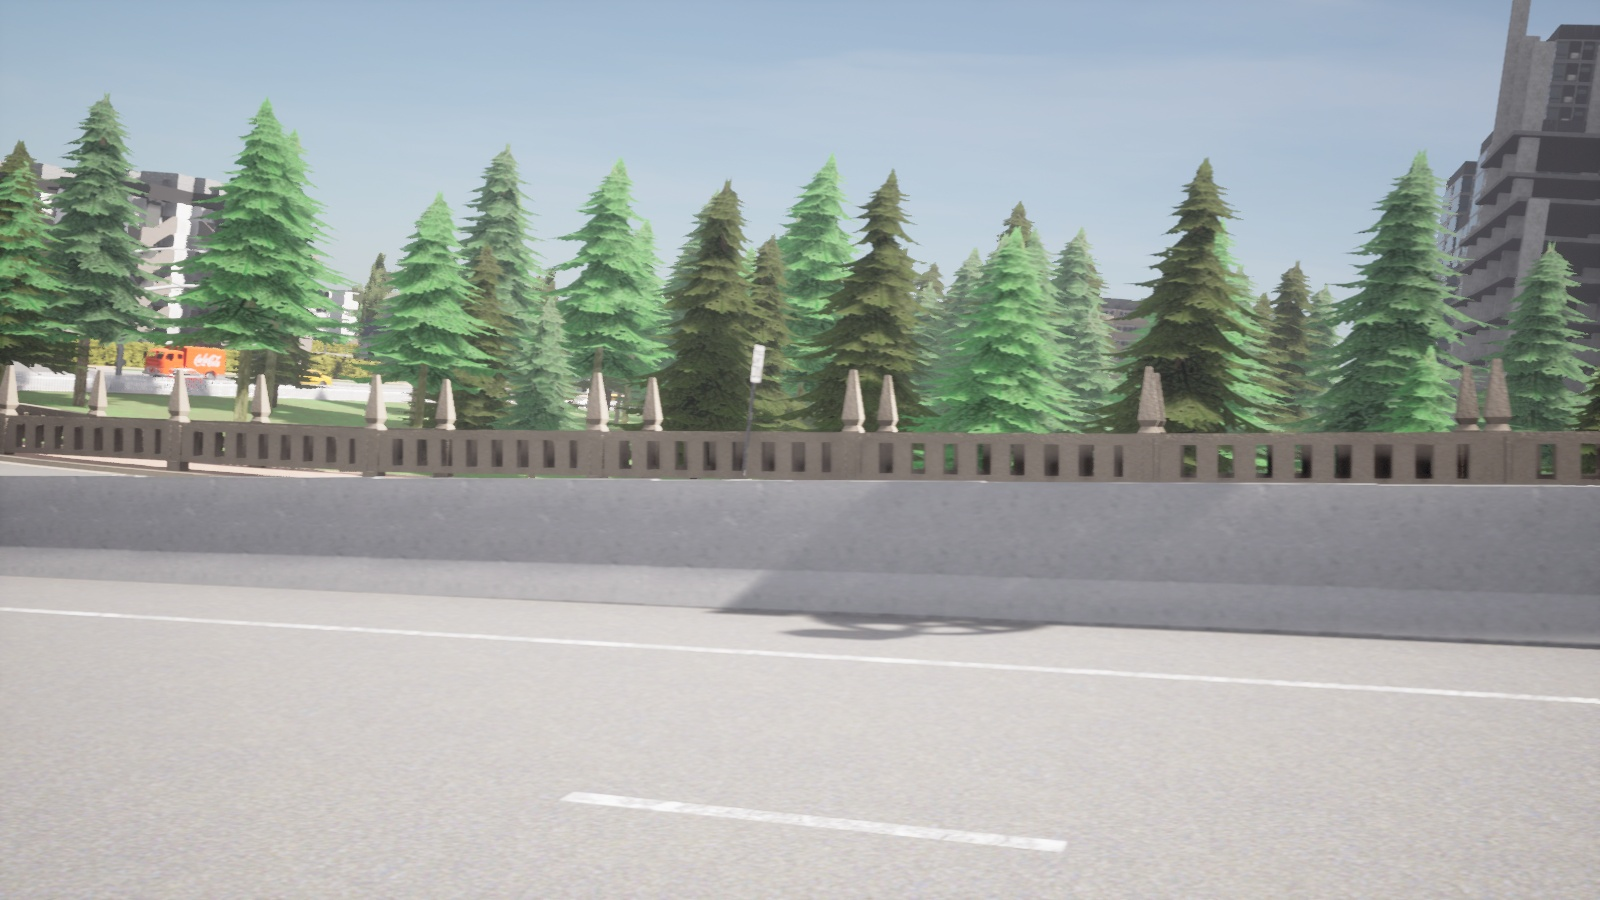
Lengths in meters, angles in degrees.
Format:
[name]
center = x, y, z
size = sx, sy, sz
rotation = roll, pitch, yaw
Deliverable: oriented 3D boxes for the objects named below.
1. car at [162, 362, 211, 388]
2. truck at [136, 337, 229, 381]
[car]
center = -38.082, -4.673, 77.975
size = 1.481, 1.376, 2.207
rotation = 8, 4, 20
[truck]
center = -42.358, -6.228, 86.272
size = 2.627, 2.467, 5.204
rotation = 8, 4, 20
